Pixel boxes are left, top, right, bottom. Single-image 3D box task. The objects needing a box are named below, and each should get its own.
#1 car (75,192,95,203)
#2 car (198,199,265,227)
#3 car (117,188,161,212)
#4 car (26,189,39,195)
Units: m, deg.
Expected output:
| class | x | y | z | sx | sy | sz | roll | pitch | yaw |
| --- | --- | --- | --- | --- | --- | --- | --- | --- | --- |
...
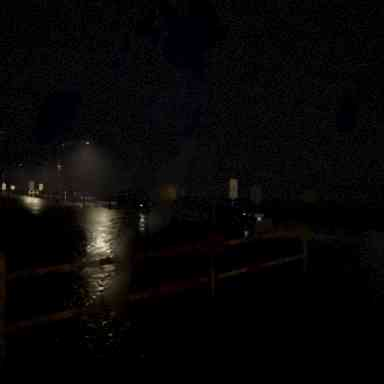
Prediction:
| class | x | y | z | sx | sy | sz | roll | pitch | yaw |
| --- | --- | --- | --- | --- | --- | --- | --- | --- | --- |
| car | -14.197 | 0.693 | 43.535 | 1.812 | 1.442 | 4.674 | 1 | 0 | -35 |
| car | 2.330 | 1.189 | 20.375 | 2.128 | 1.511 | 4.902 | 1 | 1 | -35 |
| car | -5.028 | 0.668 | 30.697 | 2.150 | 2.045 | 5.566 | 1 | 0 | -36 |
| car | -40.002 | 0.079 | 84.090 | 1.882 | 1.535 | 5.008 | 1 | 0 | -33 |
